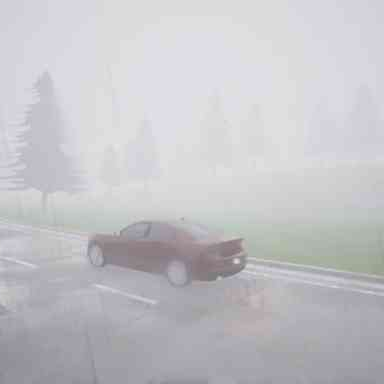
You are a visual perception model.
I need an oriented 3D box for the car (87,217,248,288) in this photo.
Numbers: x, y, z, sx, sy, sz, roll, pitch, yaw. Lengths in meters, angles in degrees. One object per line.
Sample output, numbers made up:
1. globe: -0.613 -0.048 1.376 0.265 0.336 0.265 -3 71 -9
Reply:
1. car: -0.903 1.444 9.278 5.008 1.535 1.882 1 0 38
